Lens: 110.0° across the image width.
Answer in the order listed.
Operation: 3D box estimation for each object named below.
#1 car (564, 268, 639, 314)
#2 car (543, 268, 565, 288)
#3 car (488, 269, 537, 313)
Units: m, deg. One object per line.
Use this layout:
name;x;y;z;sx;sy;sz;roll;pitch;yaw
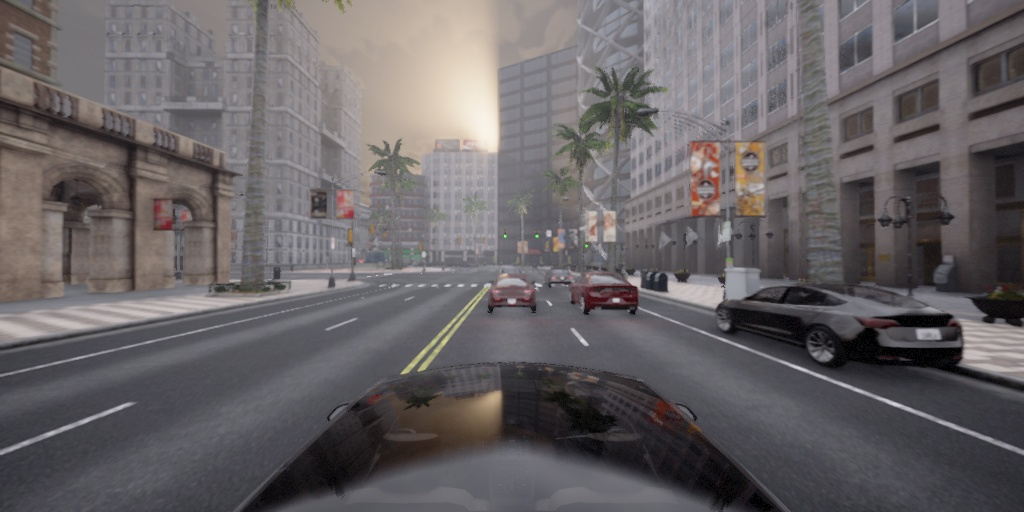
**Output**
car;3.516;1.375;14.512;1.882;1.535;5.008;0;-1;0
car;3.461;1.590;27.023;2.033;1.411;5.357;0;-1;0
car;0.018;1.427;14.780;1.812;1.442;4.674;0;0;0
